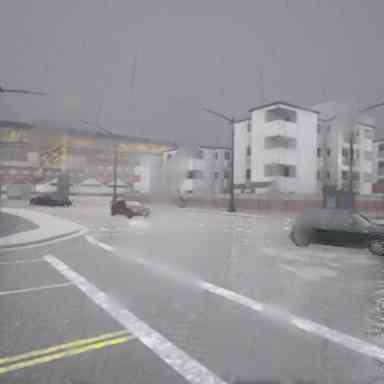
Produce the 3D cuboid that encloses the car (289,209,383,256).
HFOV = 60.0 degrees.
[{"bbox_3d":[6.661,1.586,14.361,4.553,1.767,2.097,0,-1,39],"label":"car"}]

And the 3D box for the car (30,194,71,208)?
[{"bbox_3d":[-16.104,0.986,37.760,5.357,1.411,2.033,2,0,31],"label":"car"}]

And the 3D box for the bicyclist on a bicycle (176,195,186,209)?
[{"bbox_3d":[-1.313,1.244,40.381,0.582,1.620,1.656,2,0,44],"label":"bicyclist on a bicycle"}]

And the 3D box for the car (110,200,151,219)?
[{"bbox_3d":[-5.232,1.393,27.920,1.812,1.442,4.674,2,0,-40],"label":"car"}]

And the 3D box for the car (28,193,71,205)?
[{"bbox_3d":[-18.637,0.903,43.444,5.357,1.411,2.033,2,0,25],"label":"car"}]
